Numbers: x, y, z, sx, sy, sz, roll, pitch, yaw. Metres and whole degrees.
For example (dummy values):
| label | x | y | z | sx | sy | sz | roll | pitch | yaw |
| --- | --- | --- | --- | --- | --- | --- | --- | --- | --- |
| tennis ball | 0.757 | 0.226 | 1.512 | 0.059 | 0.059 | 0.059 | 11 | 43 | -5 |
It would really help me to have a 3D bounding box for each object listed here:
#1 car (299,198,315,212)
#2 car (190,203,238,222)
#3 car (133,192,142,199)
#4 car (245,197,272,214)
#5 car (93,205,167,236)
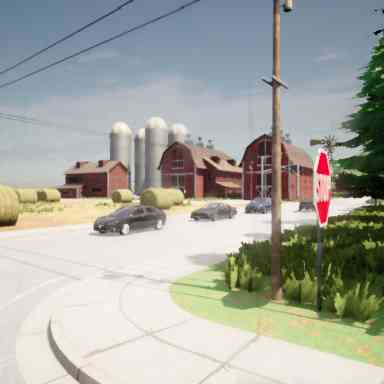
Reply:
| label | x | y | z | sx | sy | sz | roll | pitch | yaw |
| --- | --- | --- | --- | --- | --- | --- | --- | --- | --- |
| car | 14.000 | 1.532 | 39.246 | 1.837 | 1.490 | 4.892 | 0 | -1 | 33 |
| car | 1.945 | 1.579 | 27.388 | 2.033 | 1.411 | 5.357 | 0 | 0 | 33 |
| car | -14.335 | 1.136 | 86.963 | 3.866 | 1.878 | 1.905 | -2 | 6 | -11 |
| car | 7.430 | 1.383 | 35.825 | 2.097 | 1.767 | 4.553 | 0 | 0 | 34 |
| car | -3.413 | 1.536 | 19.084 | 1.837 | 1.490 | 4.892 | 0 | 0 | 33 |
